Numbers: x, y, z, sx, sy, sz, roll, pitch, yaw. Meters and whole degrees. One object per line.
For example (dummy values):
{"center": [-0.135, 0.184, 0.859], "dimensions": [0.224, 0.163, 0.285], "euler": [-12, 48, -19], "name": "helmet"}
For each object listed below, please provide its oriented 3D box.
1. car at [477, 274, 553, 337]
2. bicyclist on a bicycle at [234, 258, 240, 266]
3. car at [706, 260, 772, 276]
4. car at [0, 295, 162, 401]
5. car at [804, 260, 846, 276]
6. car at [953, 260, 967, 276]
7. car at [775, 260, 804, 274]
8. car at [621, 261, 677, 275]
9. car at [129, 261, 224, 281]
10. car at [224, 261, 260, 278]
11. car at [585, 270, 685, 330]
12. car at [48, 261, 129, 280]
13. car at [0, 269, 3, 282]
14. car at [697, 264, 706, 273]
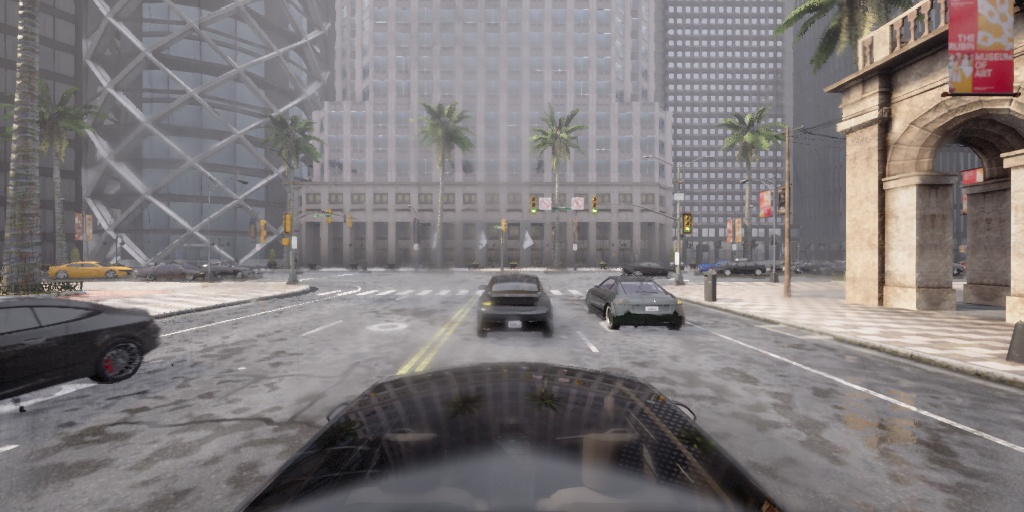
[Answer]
{"center": [0.078, 1.255, 10.284], "dimensions": [1.837, 1.490, 4.892], "euler": [0, 0, 0], "name": "car"}
{"center": [-35.744, 1.050, 46.596], "dimensions": [0.582, 1.620, 1.656], "euler": [0, 0, -12], "name": "bicyclist on a bicycle"}
{"center": [23.188, 1.228, 36.759], "dimensions": [5.008, 1.535, 1.882], "euler": [0, 0, 0], "name": "car"}
{"center": [-7.089, 1.276, 4.401], "dimensions": [1.812, 1.442, 4.674], "euler": [0, 0, 0], "name": "car"}
{"center": [33.056, 1.314, 36.730], "dimensions": [4.181, 1.385, 1.994], "euler": [0, 0, 0], "name": "car"}
{"center": [43.022, 1.242, 36.681], "dimensions": [4.902, 1.511, 2.128], "euler": [0, 0, 0], "name": "car"}
{"center": [33.022, 1.241, 40.228], "dimensions": [4.902, 1.511, 2.128], "euler": [0, 0, 0], "name": "car"}
{"center": [12.698, 1.227, 33.082], "dimensions": [5.008, 1.535, 1.882], "euler": [0, 0, 0], "name": "car"}
{"center": [-27.488, 1.297, 29.490], "dimensions": [5.357, 1.411, 2.033], "euler": [0, 0, -3], "name": "car"}
{"center": [-25.944, 1.242, 32.888], "dimensions": [4.902, 1.511, 2.128], "euler": [0, 0, -4], "name": "car"}
{"center": [3.582, 1.314, 11.151], "dimensions": [1.994, 1.385, 4.181], "euler": [0, 0, 0], "name": "car"}
{"center": [-36.321, 1.228, 31.093], "dimensions": [5.008, 1.535, 1.882], "euler": [0, 0, -21], "name": "car"}
{"center": [-39.661, 1.255, 25.891], "dimensions": [4.892, 1.490, 1.837], "euler": [0, 0, -30], "name": "car"}
{"center": [23.449, 1.228, 40.259], "dimensions": [5.008, 1.535, 1.882], "euler": [0, 0, 0], "name": "car"}
